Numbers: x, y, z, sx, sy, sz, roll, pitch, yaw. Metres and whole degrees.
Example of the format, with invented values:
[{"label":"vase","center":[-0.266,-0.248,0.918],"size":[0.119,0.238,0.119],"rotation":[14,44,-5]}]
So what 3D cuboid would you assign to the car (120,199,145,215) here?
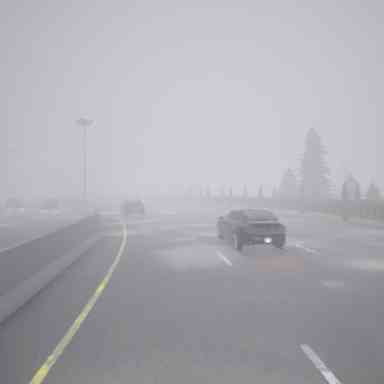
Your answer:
[{"label":"car","center":[-5.907,1.425,32.536],"size":[2.128,1.511,4.902],"rotation":[0,0,-20]}]

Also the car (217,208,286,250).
[{"label":"car","center":[2.333,1.444,14.107],"size":[1.837,1.490,4.892],"rotation":[0,0,-8]}]

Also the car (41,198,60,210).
[{"label":"car","center":[-18.096,1.510,42.391],"size":[1.837,1.490,4.892],"rotation":[0,0,-28]}]

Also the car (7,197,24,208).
[{"label":"car","center":[-25.895,1.569,48.654],"size":[1.837,1.490,4.892],"rotation":[0,0,-33]}]
